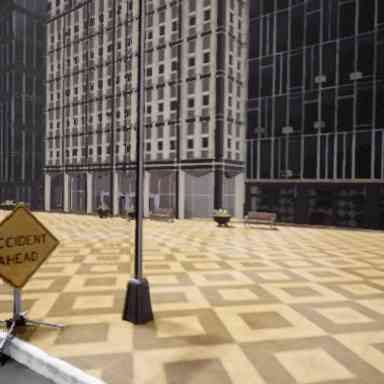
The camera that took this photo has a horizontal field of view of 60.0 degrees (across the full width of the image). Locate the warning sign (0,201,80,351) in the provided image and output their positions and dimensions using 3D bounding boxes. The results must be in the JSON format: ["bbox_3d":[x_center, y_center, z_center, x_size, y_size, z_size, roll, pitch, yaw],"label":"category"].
[{"bbox_3d":[-2.570,1.093,4.925,1.060,1.860,1.300,1,0,36],"label":"warning sign"}]
